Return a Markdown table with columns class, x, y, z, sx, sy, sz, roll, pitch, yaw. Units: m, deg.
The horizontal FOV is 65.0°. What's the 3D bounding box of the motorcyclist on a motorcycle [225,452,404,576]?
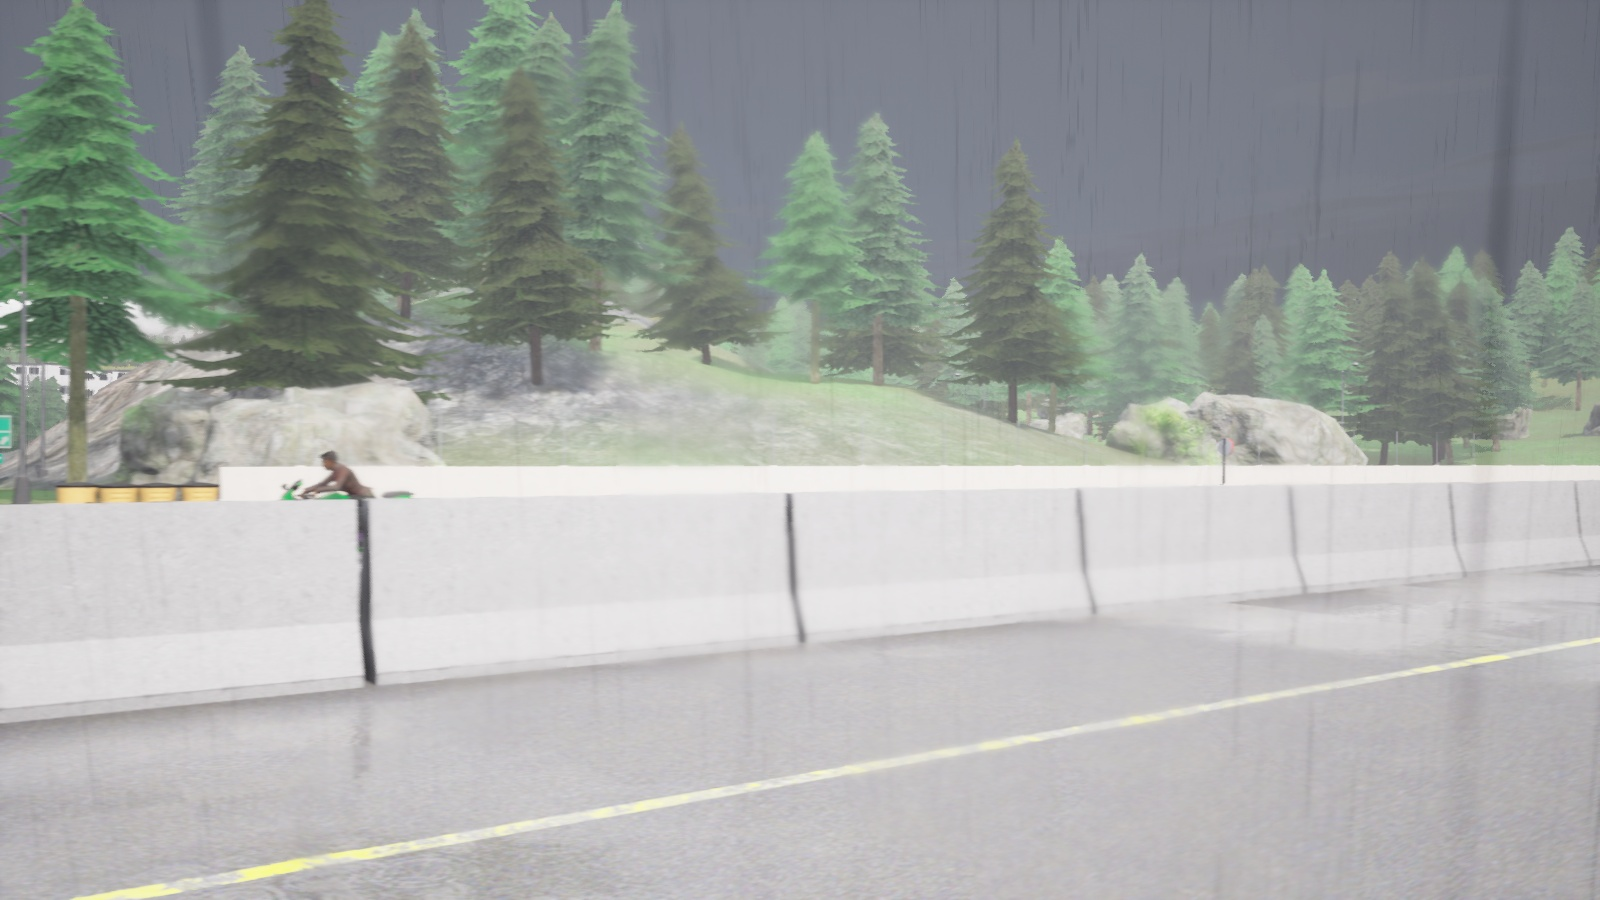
| class | x | y | z | sx | sy | sz | roll | pitch | yaw |
| --- | --- | --- | --- | --- | --- | --- | --- | --- | --- |
| motorcyclist on a motorcycle | -6.295 | 0.794 | 16.334 | 2.044 | 1.523 | 0.797 | 0 | 0 | -35 |
